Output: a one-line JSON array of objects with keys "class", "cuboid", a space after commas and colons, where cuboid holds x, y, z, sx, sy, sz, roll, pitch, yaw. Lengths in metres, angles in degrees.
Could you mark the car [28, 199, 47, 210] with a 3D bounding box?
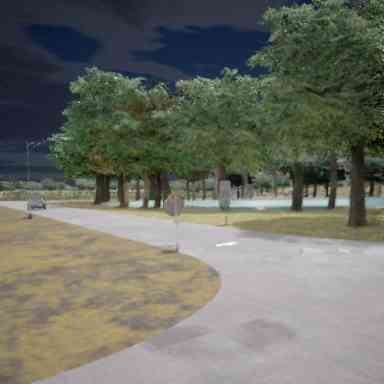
[{"class": "car", "cuboid": [-22.136, 1.775, 47.533, 1.837, 1.490, 4.892, -2, 1, -35]}]
